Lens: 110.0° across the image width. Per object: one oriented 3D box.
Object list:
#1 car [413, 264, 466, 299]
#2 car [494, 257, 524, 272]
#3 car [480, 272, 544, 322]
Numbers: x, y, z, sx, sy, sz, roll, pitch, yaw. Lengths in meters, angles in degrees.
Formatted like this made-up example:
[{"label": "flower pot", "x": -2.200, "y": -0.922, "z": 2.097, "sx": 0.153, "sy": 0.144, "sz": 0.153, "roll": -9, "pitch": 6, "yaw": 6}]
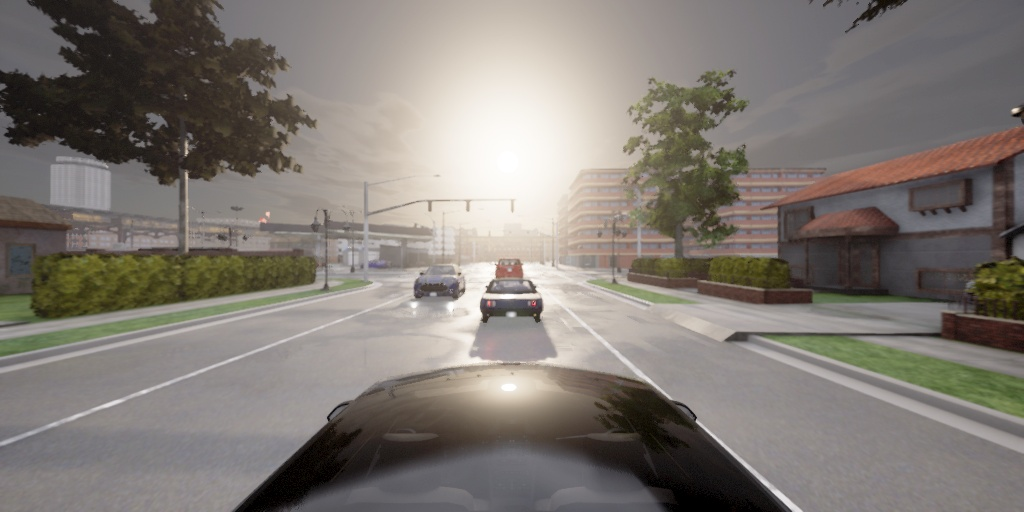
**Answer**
[{"label": "car", "x": -3.676, "y": 1.209, "z": 18.913, "sx": 2.097, "sy": 1.767, "sz": 4.553, "roll": 0, "pitch": 0, "yaw": 0}, {"label": "car", "x": -0.248, "y": 1.136, "z": 28.549, "sx": 2.150, "sy": 2.045, "sz": 5.566, "roll": 0, "pitch": 0, "yaw": -2}, {"label": "car", "x": -0.028, "y": 1.418, "z": 12.608, "sx": 1.895, "sy": 1.301, "sz": 4.718, "roll": 0, "pitch": 0, "yaw": 0}]
